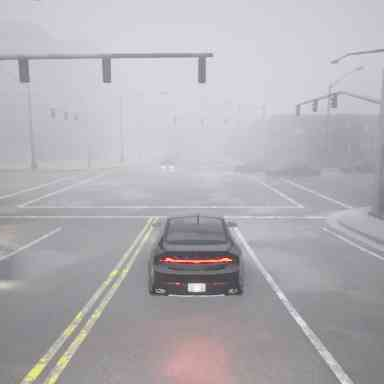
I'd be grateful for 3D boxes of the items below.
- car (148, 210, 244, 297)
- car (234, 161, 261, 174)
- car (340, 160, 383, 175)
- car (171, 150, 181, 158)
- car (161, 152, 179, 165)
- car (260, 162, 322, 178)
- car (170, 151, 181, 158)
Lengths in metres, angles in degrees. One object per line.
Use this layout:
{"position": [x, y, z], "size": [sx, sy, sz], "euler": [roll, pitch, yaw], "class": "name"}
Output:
{"position": [0.075, 1.200, 8.020], "size": [1.837, 1.490, 4.892], "euler": [0, 4, 0], "class": "car"}
{"position": [6.818, -2.773, 37.010], "size": [4.181, 1.385, 1.994], "euler": [2, 9, 10], "class": "car"}
{"position": [18.733, -2.723, 36.291], "size": [4.892, 1.490, 1.837], "euler": [0, 9, 0], "class": "car"}
{"position": [-3.472, -8.093, 70.992], "size": [1.882, 1.535, 5.008], "euler": [0, 9, 0], "class": "car"}
{"position": [-3.576, -4.895, 50.684], "size": [2.033, 1.411, 5.357], "euler": [0, 9, 0], "class": "car"}
{"position": [9.902, -2.145, 32.819], "size": [5.357, 1.411, 2.033], "euler": [0, 9, -1], "class": "car"}
{"position": [-3.543, -6.653, 60.814], "size": [2.097, 1.767, 4.553], "euler": [0, 9, 0], "class": "car"}
